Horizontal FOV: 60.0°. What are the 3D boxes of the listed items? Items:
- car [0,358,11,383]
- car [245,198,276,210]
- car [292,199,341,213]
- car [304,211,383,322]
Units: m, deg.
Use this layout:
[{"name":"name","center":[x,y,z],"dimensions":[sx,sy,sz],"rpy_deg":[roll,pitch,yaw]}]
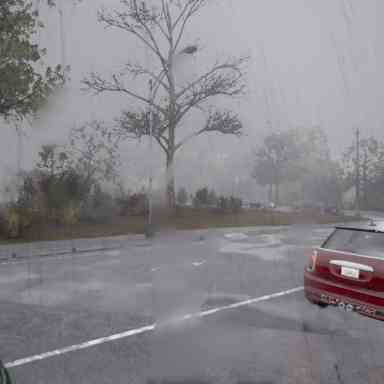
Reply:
[{"name":"car","center":[-3.712,1.219,1.063],"dimensions":[5.566,2.045,2.150],"rpy_deg":[0,0,-35]},{"name":"car","center":[8.954,1.548,43.708],"dimensions":[2.128,1.511,4.902],"rpy_deg":[0,0,-27]},{"name":"car","center":[13.340,1.633,35.486],"dimensions":[1.895,1.301,4.718],"rpy_deg":[0,0,-28]},{"name":"car","center":[4.384,1.359,6.743],"dimensions":[4.553,1.767,2.097],"rpy_deg":[0,0,-34]}]
